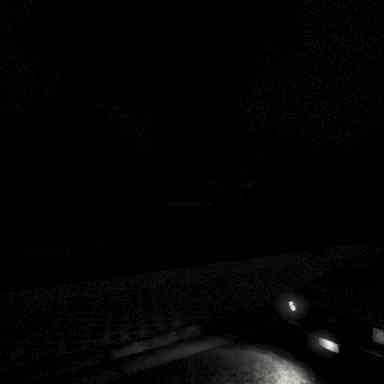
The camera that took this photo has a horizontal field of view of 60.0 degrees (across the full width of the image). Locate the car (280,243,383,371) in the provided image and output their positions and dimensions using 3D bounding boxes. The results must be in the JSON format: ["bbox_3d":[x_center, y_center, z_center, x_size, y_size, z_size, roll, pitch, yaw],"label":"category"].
[{"bbox_3d":[3.957,1.616,5.798,5.357,1.411,2.033,1,0,-35],"label":"car"}]
